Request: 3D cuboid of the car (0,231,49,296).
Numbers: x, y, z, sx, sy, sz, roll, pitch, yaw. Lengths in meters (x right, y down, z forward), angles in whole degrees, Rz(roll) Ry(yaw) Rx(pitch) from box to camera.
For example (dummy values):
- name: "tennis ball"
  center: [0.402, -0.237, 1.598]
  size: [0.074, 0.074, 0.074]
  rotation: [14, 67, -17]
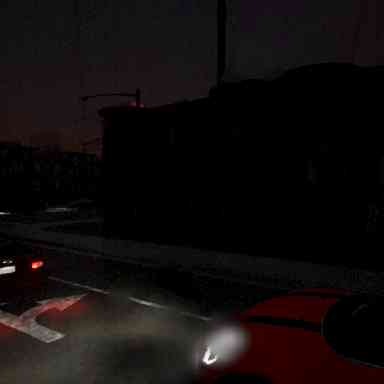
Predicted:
- name: "car"
  center: [-5.535, 1.547, 7.918]
  size: [5.357, 1.411, 2.033]
  rotation: [0, 0, 38]

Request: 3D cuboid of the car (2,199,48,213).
- name: "car"
  center: [-18.377, 1.564, 37.307]
  size: [1.994, 1.385, 4.181]
  rotation: [0, 0, 36]

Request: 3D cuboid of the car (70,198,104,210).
- name: "car"
  center: [-13.306, 1.601, 44.385]
  size: [1.895, 1.301, 4.718]
  rotation: [0, 0, 36]

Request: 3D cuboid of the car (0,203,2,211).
- name: "car"
  center: [-20.890, 1.547, 39.817]
  size: [2.033, 1.411, 5.357]
  rotation: [0, 0, 36]

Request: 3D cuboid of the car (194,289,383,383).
- name: "car"
  center: [2.214, 1.352, 2.418]
  size: [4.553, 1.767, 2.097]
  rotation: [0, 0, 36]
